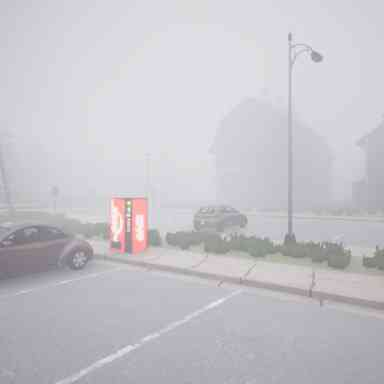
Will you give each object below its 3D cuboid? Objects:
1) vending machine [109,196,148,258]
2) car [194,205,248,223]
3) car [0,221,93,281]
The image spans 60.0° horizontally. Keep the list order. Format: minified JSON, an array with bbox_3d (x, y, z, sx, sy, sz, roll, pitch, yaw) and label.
[{"bbox_3d":[-2.267,1.195,11.933,0.880,2.100,1.100,0,0,35],"label":"vending machine"},{"bbox_3d":[1.793,1.505,20.096,1.816,1.474,4.193,0,0,36],"label":"car"},{"bbox_3d":[-4.678,1.520,8.913,1.784,1.438,3.905,0,0,36],"label":"car"}]
